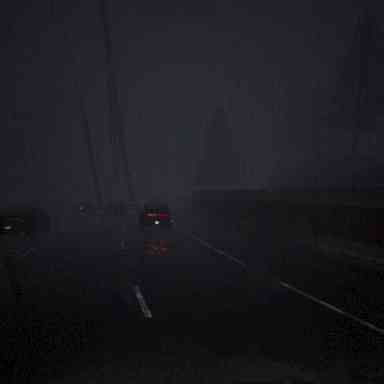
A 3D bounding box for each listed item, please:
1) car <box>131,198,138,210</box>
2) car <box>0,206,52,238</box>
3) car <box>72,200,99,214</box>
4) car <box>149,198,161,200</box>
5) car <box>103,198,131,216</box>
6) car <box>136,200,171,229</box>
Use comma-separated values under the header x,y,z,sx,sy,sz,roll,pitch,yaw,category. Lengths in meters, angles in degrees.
x,y,z,sx,sy,sz,roll,pitch,yaw,category
-7.882,1.491,42.797,2.128,1.511,4.902,0,0,-1,car
-8.843,1.477,17.599,1.882,1.535,5.008,0,0,-11,car
-11.082,1.563,34.924,1.994,1.385,4.181,0,0,-4,car
-4.268,1.504,38.113,1.837,1.490,4.892,0,0,-3,car
-7.392,1.477,32.457,1.882,1.535,5.008,0,0,-5,car
-2.462,1.504,21.575,1.837,1.490,4.892,0,0,-10,car
